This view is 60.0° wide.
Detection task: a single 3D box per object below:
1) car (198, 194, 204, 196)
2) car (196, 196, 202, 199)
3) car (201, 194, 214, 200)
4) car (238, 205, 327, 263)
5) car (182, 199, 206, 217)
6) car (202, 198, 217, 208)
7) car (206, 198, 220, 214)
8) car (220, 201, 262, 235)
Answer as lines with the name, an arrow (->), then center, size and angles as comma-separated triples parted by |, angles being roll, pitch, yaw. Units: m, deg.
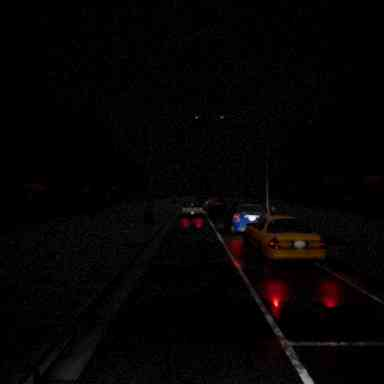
car -> 2.637, 1.354, 56.163 | 2.192, 1.841, 5.009 | -1, 0, 0
car -> 0.068, 1.586, 46.047 | 1.994, 1.385, 4.181 | 0, 0, 1
car -> 2.636, 1.461, 45.358 | 1.967, 1.590, 4.097 | -1, 0, 0
car -> 3.027, 1.454, 11.919 | 1.801, 1.575, 5.366 | 0, 0, 0
car -> 0.046, 1.606, 31.753 | 1.895, 1.301, 4.718 | 0, 0, 0
car -> 2.639, 1.595, 50.760 | 1.947, 1.339, 4.313 | -1, 0, 0
car -> 2.636, 1.590, 34.553 | 1.802, 1.307, 4.206 | -1, 0, 0
car -> 2.991, 1.353, 18.700 | 2.097, 1.767, 4.553 | 0, 0, 0
